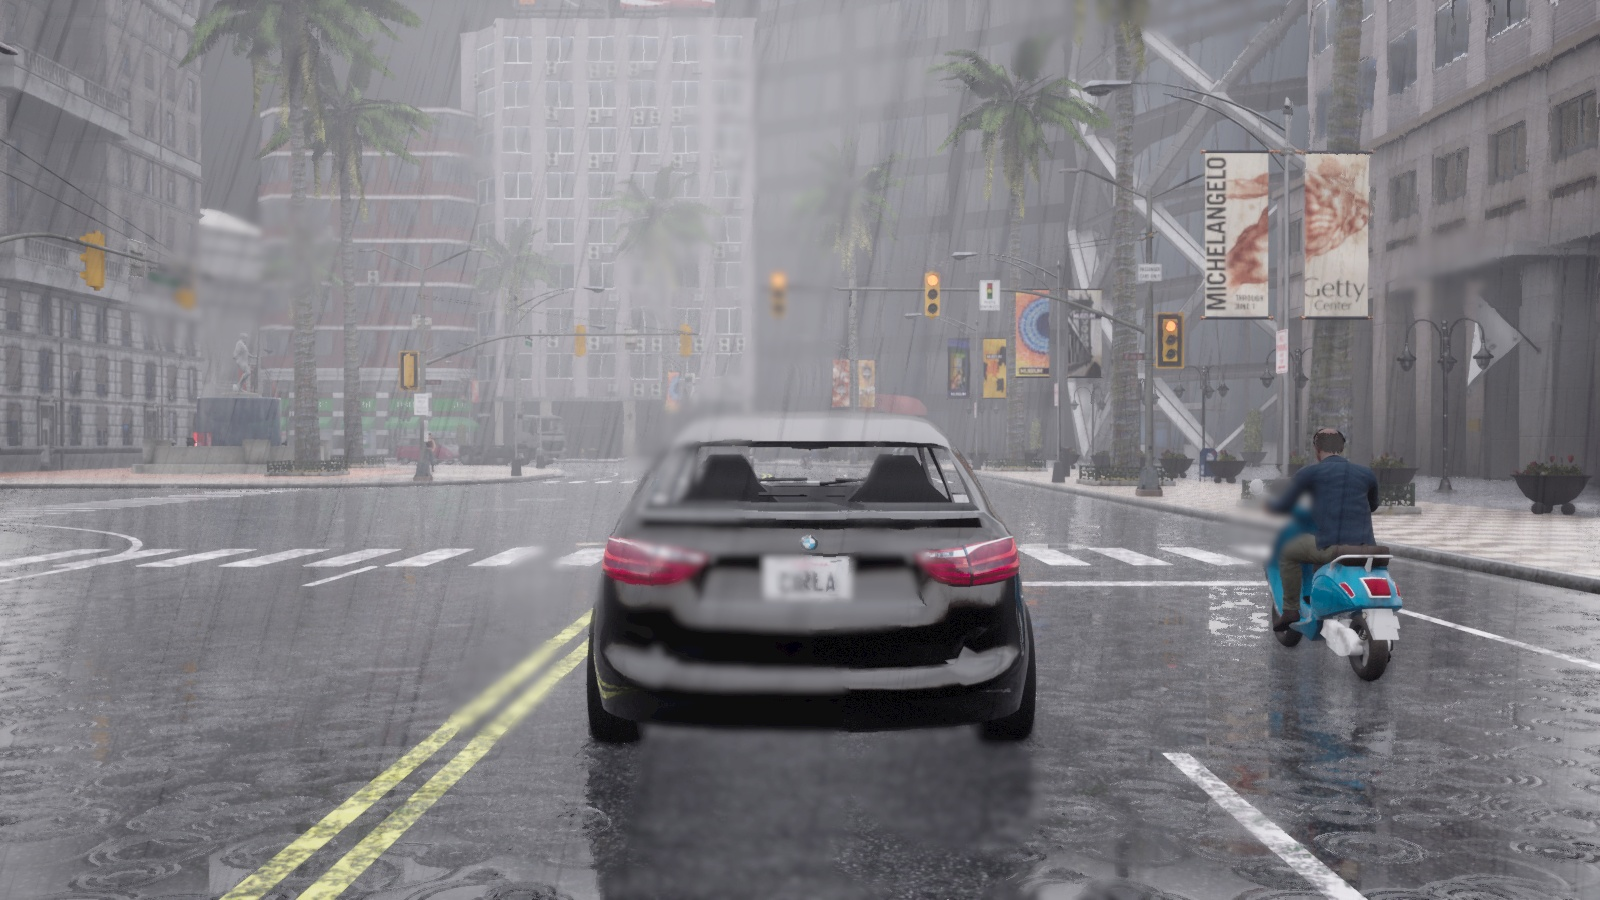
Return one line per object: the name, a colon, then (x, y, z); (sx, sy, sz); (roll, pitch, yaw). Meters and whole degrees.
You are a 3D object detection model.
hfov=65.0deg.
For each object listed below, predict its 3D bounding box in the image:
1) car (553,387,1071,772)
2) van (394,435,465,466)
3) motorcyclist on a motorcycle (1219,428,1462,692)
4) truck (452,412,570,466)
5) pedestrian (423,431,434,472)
car: (0.062, 0.547, 7.745); (2.242, 1.667, 4.611); (0, 0, 0)
van: (-24.615, 0.008, 83.445); (4.442, 1.987, 1.775); (0, 0, 26)
motorcyclist on a motorcycle: (3.552, 0.655, 8.461); (0.866, 1.590, 1.817); (0, 0, 1)
truck: (-19.513, -0.728, 84.582); (7.936, 3.462, 2.891); (0, 0, 30)
pedestrian: (-17.043, 0.064, 57.677); (0.345, 1.836, 0.594); (0, 0, -1)
